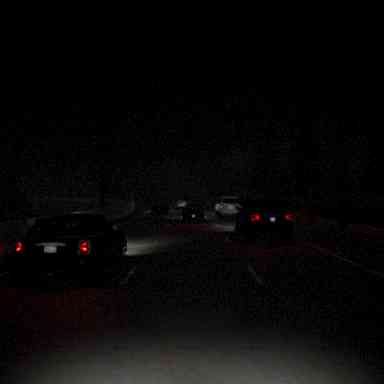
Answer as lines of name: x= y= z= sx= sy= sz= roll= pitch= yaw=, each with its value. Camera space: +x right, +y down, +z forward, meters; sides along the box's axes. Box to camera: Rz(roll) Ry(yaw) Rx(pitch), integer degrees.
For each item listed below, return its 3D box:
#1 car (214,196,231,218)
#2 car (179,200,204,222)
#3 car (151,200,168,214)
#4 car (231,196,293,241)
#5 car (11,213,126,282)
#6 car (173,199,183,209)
car: x=3.505 y=1.441 z=33.250 sx=2.150 sy=2.045 sz=5.566 roll=0 pitch=0 yaw=-2
car: x=0.083 y=1.711 z=28.499 sx=1.812 sy=1.442 sz=4.674 roll=0 pitch=0 yaw=-1
car: x=-3.805 y=1.732 z=39.125 sx=1.882 sy=1.535 sz=5.008 roll=1 pitch=0 yaw=-5
car: x=3.605 y=1.335 z=17.514 sx=2.150 sy=2.045 sz=5.566 roll=0 pitch=-1 yaw=0
car: x=-3.395 y=1.417 z=10.091 sx=2.097 sy=1.767 sz=4.553 roll=0 pitch=0 yaw=0
car: x=-1.704 y=1.856 z=50.866 sx=1.812 sy=1.442 sz=4.674 roll=1 pitch=0 yaw=-12
